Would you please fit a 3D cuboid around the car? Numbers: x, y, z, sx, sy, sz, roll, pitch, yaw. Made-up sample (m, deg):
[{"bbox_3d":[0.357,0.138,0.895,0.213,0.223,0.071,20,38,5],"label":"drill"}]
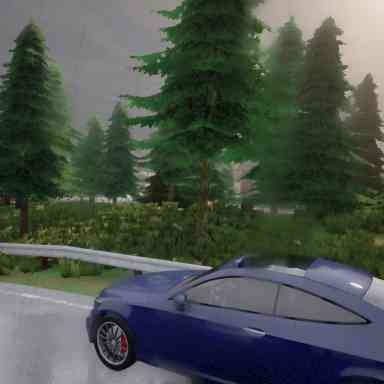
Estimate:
[{"bbox_3d":[0.804,1.499,4.066,4.674,1.442,1.812,1,1,31],"label":"car"}]
